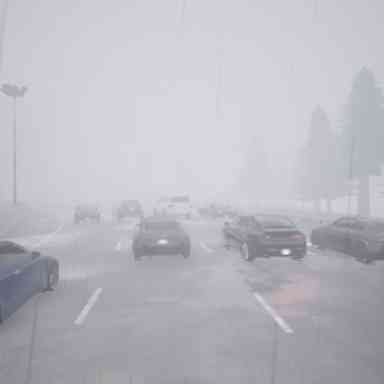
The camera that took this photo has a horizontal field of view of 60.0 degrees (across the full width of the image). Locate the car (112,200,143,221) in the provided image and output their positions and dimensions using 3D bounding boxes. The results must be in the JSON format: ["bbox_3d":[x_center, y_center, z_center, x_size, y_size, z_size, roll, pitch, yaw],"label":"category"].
[{"bbox_3d":[-5.583,1.431,28.663,2.097,1.767,4.553,0,0,-21],"label":"car"}]

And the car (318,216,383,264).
[{"bbox_3d":[5.953,1.546,11.818,1.994,1.385,4.181,0,0,-8],"label":"car"}]

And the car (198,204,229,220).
[{"bbox_3d":[2.033,1.633,28.329,1.895,1.301,4.718,0,0,-18],"label":"car"}]

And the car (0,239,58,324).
[{"bbox_3d":[-3.918,1.559,5.971,1.812,1.442,4.674,0,0,-5],"label":"car"}]

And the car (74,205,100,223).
[{"bbox_3d":[-8.584,1.695,26.991,1.895,1.301,4.718,0,0,-20],"label":"car"}]

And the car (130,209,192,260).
[{"bbox_3d":[-1.265,1.591,12.746,1.994,1.385,4.181,0,0,-9],"label":"car"}]

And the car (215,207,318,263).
[{"bbox_3d":[2.389,1.509,12.122,1.837,1.490,4.892,0,0,-9],"label":"car"}]

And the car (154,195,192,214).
[{"bbox_3d":[-1.716,1.276,28.505,2.150,2.045,5.566,0,0,-19],"label":"car"}]
